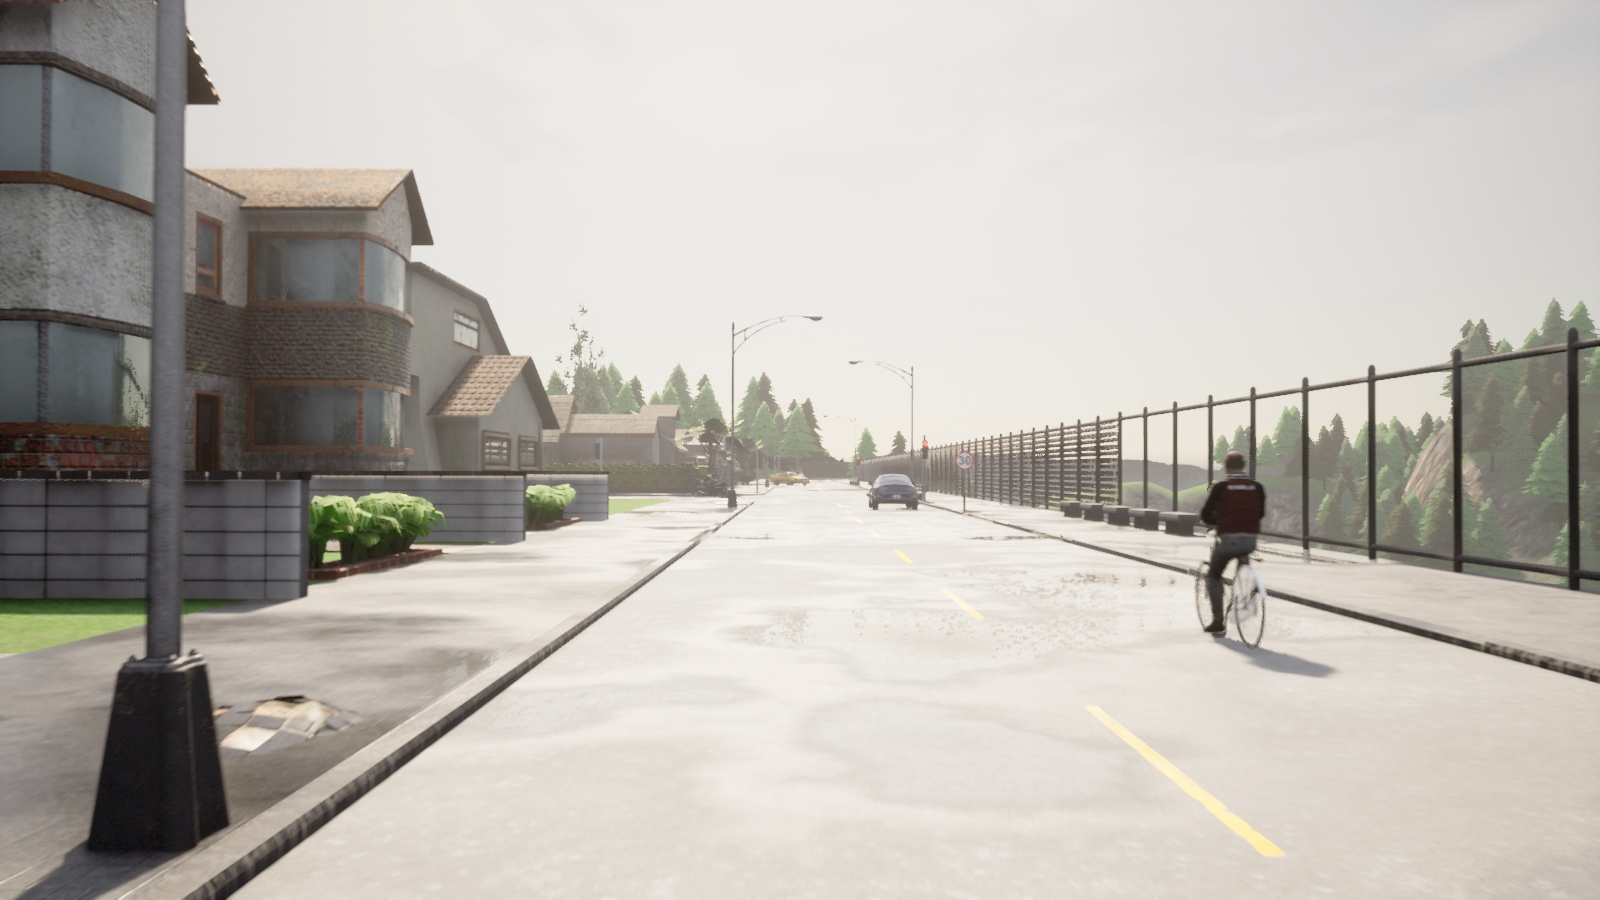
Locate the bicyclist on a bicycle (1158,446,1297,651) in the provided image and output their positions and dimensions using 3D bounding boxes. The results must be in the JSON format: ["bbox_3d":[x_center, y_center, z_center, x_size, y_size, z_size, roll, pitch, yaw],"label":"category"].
[{"bbox_3d":[3.971,0.867,11.817,0.659,1.776,1.843,0,-1,0],"label":"bicyclist on a bicycle"}]

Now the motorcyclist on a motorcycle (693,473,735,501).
[{"bbox_3d":[-4.817,2.046,70.283,2.191,1.530,0.866,0,0,9],"label":"motorcyclist on a motorcycle"}]

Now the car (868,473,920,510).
[{"bbox_3d":[3.871,1.701,52.345,1.812,1.442,4.674,0,-1,0],"label":"car"}]
